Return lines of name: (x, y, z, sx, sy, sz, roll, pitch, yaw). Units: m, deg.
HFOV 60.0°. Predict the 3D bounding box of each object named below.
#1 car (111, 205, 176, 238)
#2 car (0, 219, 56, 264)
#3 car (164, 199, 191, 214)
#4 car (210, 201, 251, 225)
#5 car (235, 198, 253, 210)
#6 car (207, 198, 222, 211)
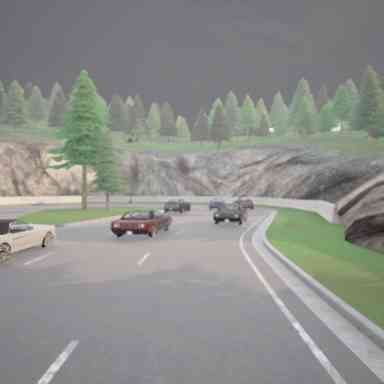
car: (-2.447, 1.580, 17.473, 1.895, 1.301, 4.718, 0, 0, 11)
car: (-6.651, 1.587, 11.699, 1.895, 1.301, 4.718, 0, 0, 3)
car: (-1.420, 1.450, 34.490, 2.128, 1.511, 4.902, 0, 0, 15)
car: (2.863, 1.573, 23.740, 1.895, 1.301, 4.718, 0, 0, 15)
car: (6.244, 1.444, 41.382, 2.128, 1.511, 4.902, 0, 0, -5)
car: (2.946, 1.478, 40.133, 1.812, 1.442, 4.674, 0, 0, 0)
